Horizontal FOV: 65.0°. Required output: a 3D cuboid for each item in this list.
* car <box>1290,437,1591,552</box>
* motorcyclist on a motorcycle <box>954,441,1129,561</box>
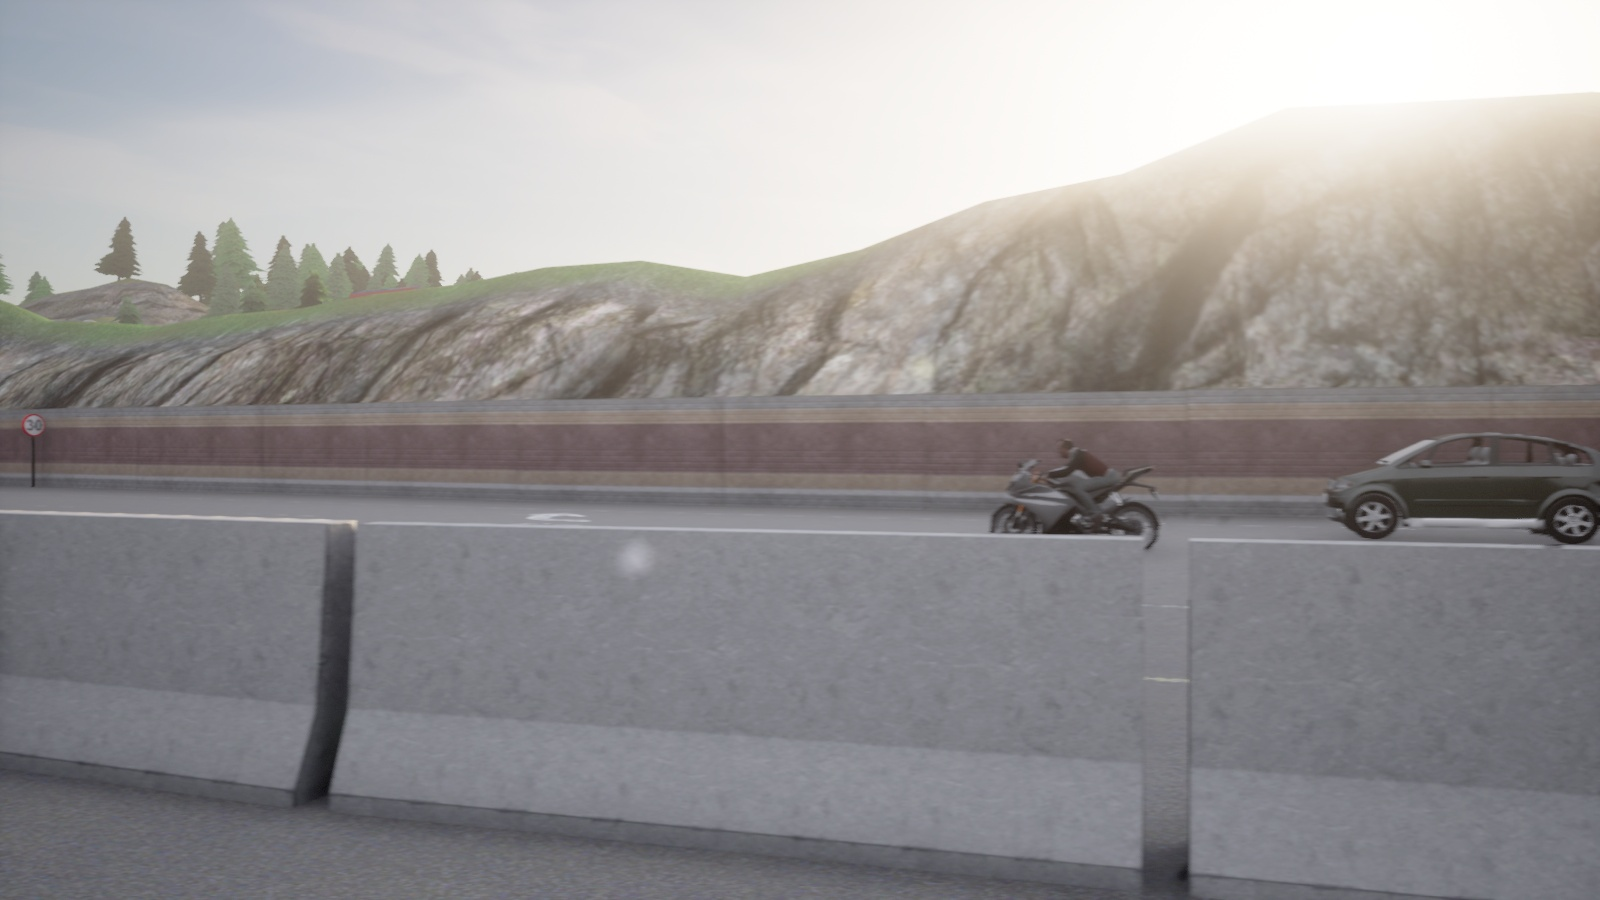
[{"bbox_3d":[9.291,0.597,18.559,3.705,1.549,1.789,0,1,18],"label":"car"},{"bbox_3d":[3.248,0.650,16.871,2.191,1.530,0.866,1,0,20],"label":"motorcyclist on a motorcycle"}]
